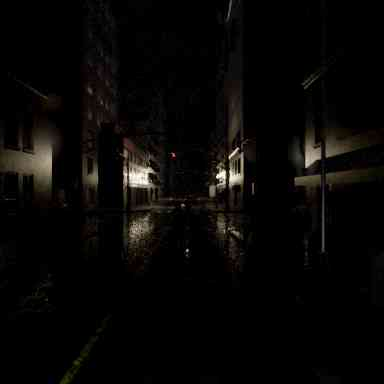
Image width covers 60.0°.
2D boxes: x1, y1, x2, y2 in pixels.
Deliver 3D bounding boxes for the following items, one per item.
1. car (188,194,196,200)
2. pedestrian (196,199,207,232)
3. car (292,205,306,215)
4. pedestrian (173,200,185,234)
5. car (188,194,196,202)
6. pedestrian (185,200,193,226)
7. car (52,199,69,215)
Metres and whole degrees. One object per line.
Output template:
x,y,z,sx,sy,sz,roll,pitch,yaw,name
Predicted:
0.021,1.311,85.583,1.837,1.490,4.892,0,0,0,car
0.567,1.290,18.545,0.375,1.860,0.375,0,0,0,pedestrian
12.431,1.506,32.988,4.829,1.417,1.752,0,0,1,car
-0.725,1.290,17.945,0.375,1.860,0.375,0,0,0,pedestrian
0.020,1.463,75.580,1.812,1.442,4.674,0,0,0,car
-0.255,1.290,19.147,0.375,1.860,0.375,0,0,0,pedestrian
-14.593,1.415,33.276,4.097,1.590,1.967,0,0,1,car
